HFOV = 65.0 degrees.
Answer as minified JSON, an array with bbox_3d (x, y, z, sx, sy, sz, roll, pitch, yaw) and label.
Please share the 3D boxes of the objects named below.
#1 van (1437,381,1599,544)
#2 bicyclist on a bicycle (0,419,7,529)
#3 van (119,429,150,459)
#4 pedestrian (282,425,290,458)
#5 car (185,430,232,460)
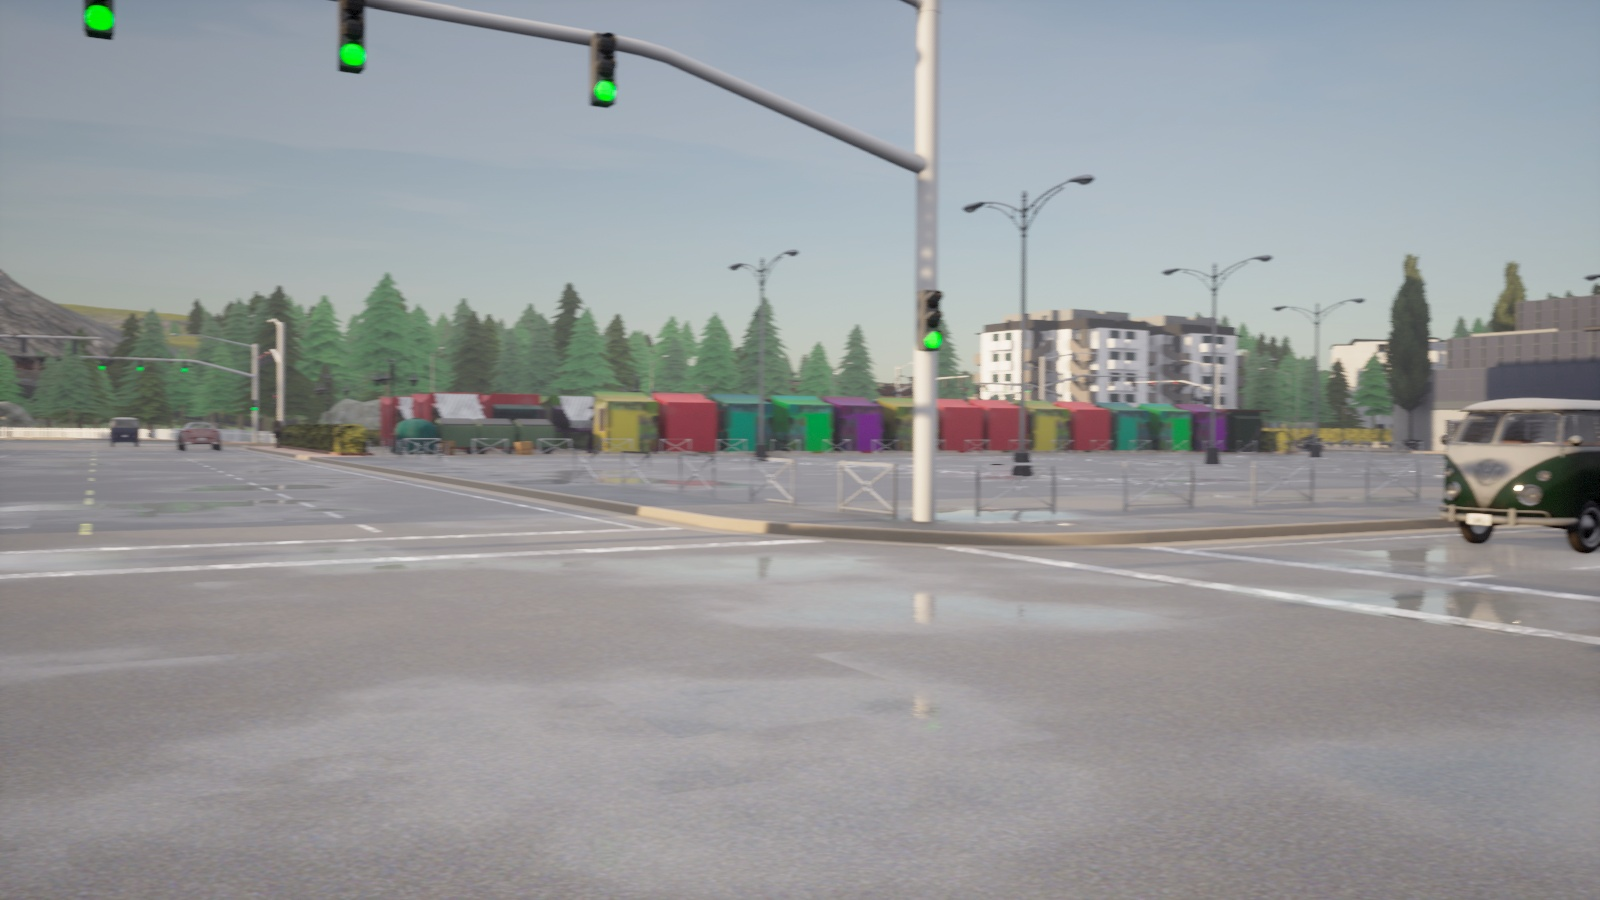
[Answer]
[{"bbox_3d":[10.915,0.109,17.109,4.442,1.987,1.775,-1,1,-29],"label":"van"},{"bbox_3d":[-13.449,0.387,20.548,0.659,1.776,1.843,-1,1,-29],"label":"bicyclist on a bicycle"},{"bbox_3d":[-45.618,-0.404,86.012,1.775,1.987,4.442,-1,1,-29],"label":"van"},{"bbox_3d":[-28.301,-0.464,69.193,0.331,1.846,0.634,-1,1,-18],"label":"pedestrian"},{"bbox_3d":[-34.298,-0.331,72.770,2.152,1.651,5.027,-1,1,-29],"label":"car"}]
